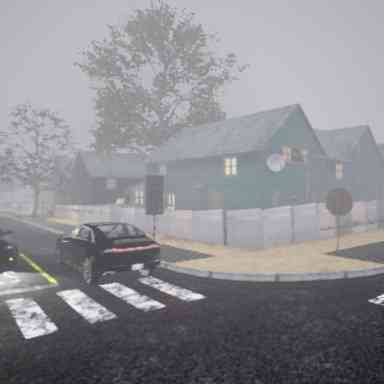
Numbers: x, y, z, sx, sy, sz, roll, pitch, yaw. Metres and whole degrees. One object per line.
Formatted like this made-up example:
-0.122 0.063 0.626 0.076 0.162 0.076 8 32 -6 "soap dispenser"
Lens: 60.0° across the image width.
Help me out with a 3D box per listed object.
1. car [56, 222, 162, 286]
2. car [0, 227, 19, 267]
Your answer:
-2.724 1.655 10.104 2.128 1.511 4.902 0 -1 -35 "car"
-7.315 1.789 11.471 1.994 1.385 4.181 0 -1 -36 "car"
